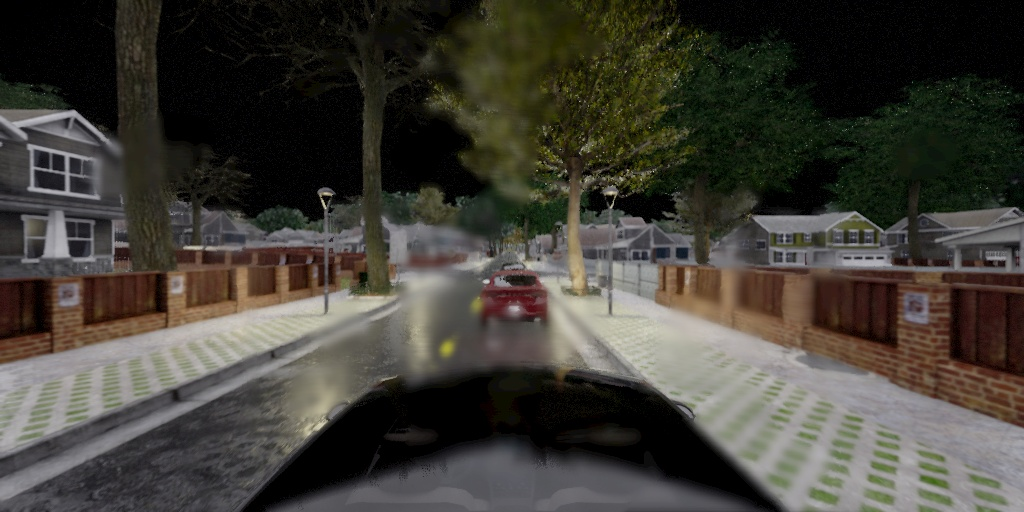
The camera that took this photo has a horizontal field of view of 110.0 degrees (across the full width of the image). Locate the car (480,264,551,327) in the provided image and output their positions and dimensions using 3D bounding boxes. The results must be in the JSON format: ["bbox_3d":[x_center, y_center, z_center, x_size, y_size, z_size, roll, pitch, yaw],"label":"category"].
[{"bbox_3d":[0.101,1.179,11.366,1.882,1.535,5.008,0,0,0],"label":"car"}]
